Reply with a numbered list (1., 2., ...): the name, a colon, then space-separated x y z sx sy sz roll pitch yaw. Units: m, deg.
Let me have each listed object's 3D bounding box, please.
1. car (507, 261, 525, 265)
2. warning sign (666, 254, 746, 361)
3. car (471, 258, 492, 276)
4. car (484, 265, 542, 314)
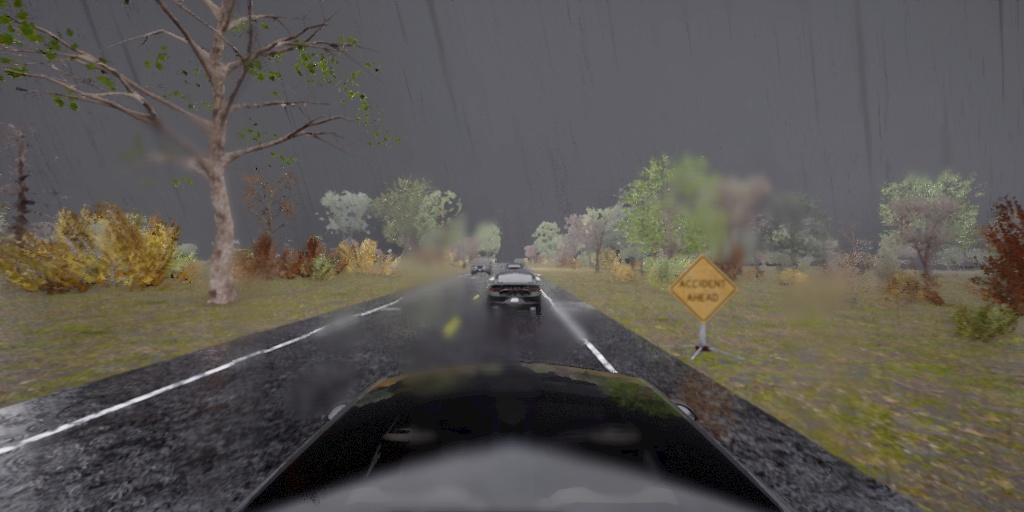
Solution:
1. car: 0.194 1.423 32.954 1.837 1.490 4.892 0 0 0
2. warning sign: 3.564 0.890 6.701 1.300 1.860 1.060 0 0 0
3. car: -3.465 1.193 41.663 2.150 2.045 5.566 0 0 0
4. car: 0.126 1.291 14.209 1.882 1.535 5.008 0 0 0
